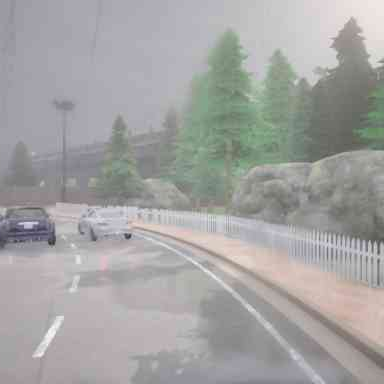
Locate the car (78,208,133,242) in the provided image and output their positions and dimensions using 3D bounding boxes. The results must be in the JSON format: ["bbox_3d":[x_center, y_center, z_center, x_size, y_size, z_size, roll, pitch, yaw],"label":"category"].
[{"bbox_3d":[-4.368,1.530,16.562,1.812,1.442,4.674,0,0,-29],"label":"car"}]

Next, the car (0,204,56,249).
[{"bbox_3d":[-7.416,1.363,14.840,2.097,1.767,4.553,0,0,-29],"label":"car"}]
